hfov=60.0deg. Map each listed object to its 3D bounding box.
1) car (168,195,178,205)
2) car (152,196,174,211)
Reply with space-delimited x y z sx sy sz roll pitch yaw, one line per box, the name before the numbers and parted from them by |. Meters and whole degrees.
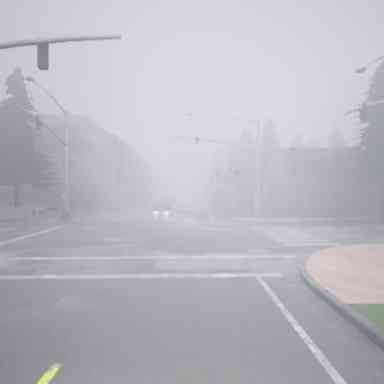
car | -3.549 1.316 57.398 2.097 1.767 4.553 0 0 1
car | -3.595 1.538 40.098 1.994 1.385 4.181 0 0 0
